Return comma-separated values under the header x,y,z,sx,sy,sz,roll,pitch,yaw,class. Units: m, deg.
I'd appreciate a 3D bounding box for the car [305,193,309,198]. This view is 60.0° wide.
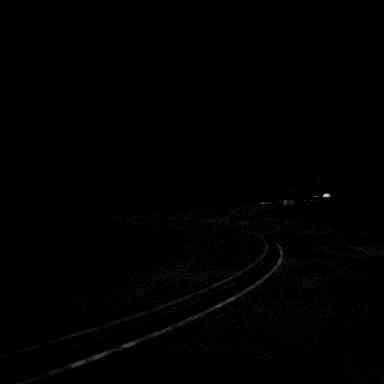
x,y,z,sx,sy,sz,roll,pitch,yaw,class
31.794,1.018,89.261,2.097,1.767,4.553,-1,1,35,car

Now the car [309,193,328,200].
x,y,z,sx,sy,sz,roll,pitch,yaw,class
31.900,1.239,83.773,2.128,1.511,4.902,-1,1,35,car

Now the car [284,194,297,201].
x,y,z,sx,sy,sz,roll,pitch,yaw,class
22.670,1.328,76.326,2.097,1.767,4.553,-1,1,35,car
